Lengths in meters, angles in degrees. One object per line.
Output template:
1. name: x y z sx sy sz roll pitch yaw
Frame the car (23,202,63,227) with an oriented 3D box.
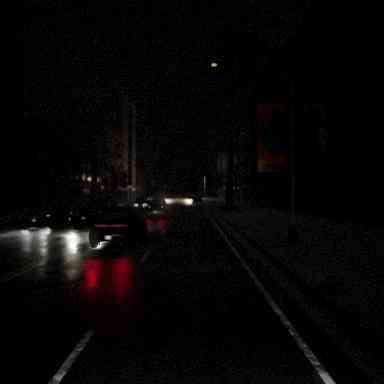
1. car: -9.845 1.499 23.160 2.128 1.511 4.902 0 0 0

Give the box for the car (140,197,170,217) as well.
1. car: -3.146 1.503 30.970 2.128 1.511 4.902 0 0 0

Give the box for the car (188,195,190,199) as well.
1. car: 0.017 1.443 86.424 1.895 1.301 4.718 0 0 0

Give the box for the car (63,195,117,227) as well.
1. car: -6.595 1.229 22.971 2.150 2.045 5.566 0 0 0

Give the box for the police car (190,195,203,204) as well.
1. police car: 1.151 1.455 67.181 1.930 1.638 5.238 0 0 0

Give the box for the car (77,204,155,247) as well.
1. car: -3.148 1.496 14.922 2.128 1.511 4.902 0 0 0

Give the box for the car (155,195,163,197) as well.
1. car: -6.503 1.388 64.302 2.097 1.767 4.553 0 0 0

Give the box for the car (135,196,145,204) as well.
1. car: -9.752 1.511 64.245 1.882 1.535 5.008 0 0 0
